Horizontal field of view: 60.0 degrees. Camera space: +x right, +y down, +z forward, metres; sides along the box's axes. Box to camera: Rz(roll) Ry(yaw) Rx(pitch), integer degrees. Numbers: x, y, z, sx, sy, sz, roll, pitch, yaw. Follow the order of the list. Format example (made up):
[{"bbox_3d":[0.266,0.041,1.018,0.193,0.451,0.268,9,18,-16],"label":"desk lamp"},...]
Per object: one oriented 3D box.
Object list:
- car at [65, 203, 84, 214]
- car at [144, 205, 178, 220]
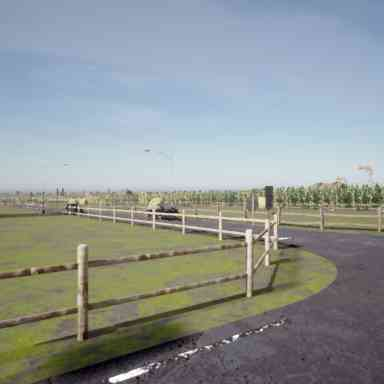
[{"bbox_3d":[-17.993,2.476,50.703,1.837,1.490,4.892,0,-1,-35],"label":"car"},{"bbox_3d":[-3.261,2.031,34.113,2.128,1.511,4.902,0,-1,-34],"label":"car"}]
